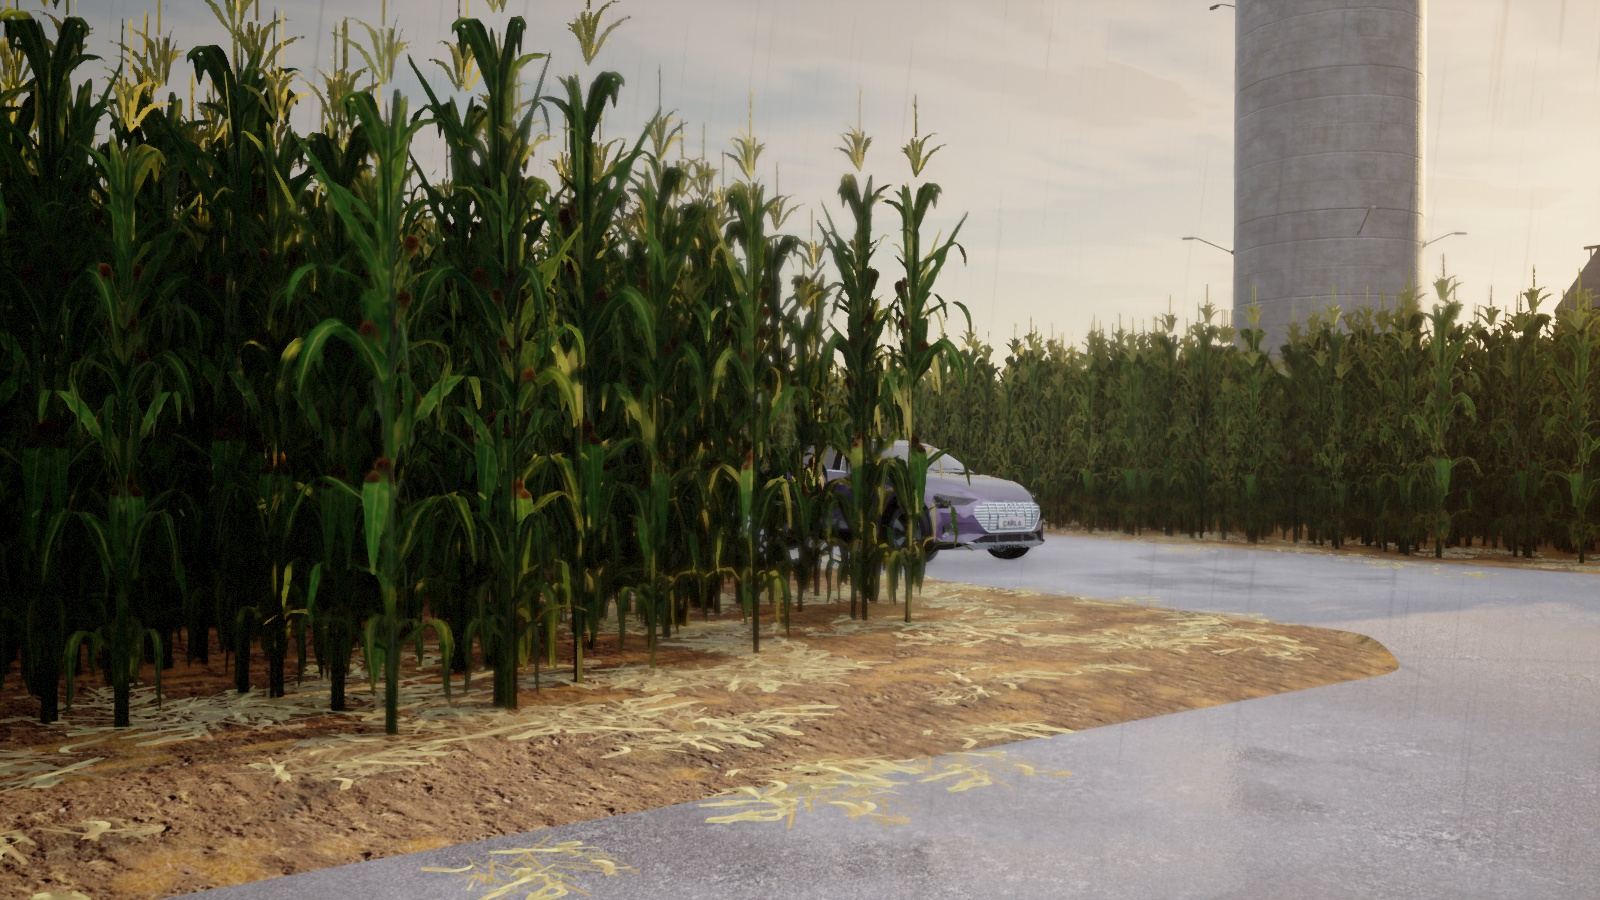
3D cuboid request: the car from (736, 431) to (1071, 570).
[{"bbox_3d":[1.250,0.616,17.510,2.033,1.649,4.856,0,-1,-35],"label":"car"}]
